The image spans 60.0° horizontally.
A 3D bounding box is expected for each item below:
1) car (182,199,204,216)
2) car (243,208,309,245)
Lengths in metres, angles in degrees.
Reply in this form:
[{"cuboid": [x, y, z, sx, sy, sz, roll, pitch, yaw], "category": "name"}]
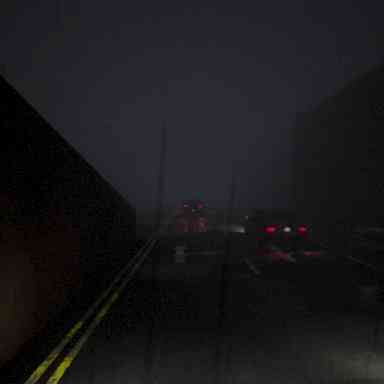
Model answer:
[{"cuboid": [0.098, 1.337, 29.724, 1.812, 1.442, 4.674, 0, 0, 0], "category": "car"}, {"cuboid": [3.599, 1.451, 15.082, 2.033, 1.411, 5.357, 0, 0, 0], "category": "car"}]
